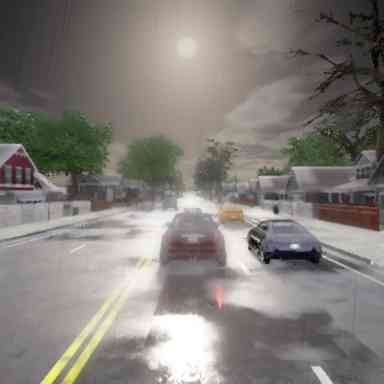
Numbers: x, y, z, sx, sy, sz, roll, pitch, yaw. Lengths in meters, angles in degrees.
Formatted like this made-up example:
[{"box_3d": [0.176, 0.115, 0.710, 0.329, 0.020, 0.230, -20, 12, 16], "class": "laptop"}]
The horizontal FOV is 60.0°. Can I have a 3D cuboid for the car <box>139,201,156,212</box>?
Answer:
[{"box_3d": [-6.552, 2.110, 49.456, 1.812, 1.442, 4.674, 0, -1, 0], "class": "car"}]

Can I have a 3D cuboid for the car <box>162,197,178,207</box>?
[{"box_3d": [-3.283, 1.831, 51.386, 2.150, 2.045, 5.566, 0, -1, 1], "class": "car"}]

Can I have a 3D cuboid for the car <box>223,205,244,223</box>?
[{"box_3d": [3.307, 1.819, 28.673, 1.882, 1.535, 5.008, 0, 0, 0], "class": "car"}]

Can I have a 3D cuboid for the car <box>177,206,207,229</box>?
[{"box_3d": [0.024, 1.848, 25.202, 2.033, 1.411, 5.357, 0, -1, 1], "class": "car"}]

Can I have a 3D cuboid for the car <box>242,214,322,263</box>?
[{"box_3d": [3.300, 1.716, 12.609, 1.994, 1.385, 4.181, 0, -1, 0], "class": "car"}]

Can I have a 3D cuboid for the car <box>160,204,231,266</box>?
[{"box_3d": [0.047, 1.498, 12.249, 2.097, 1.767, 4.553, 0, -1, 0], "class": "car"}]
